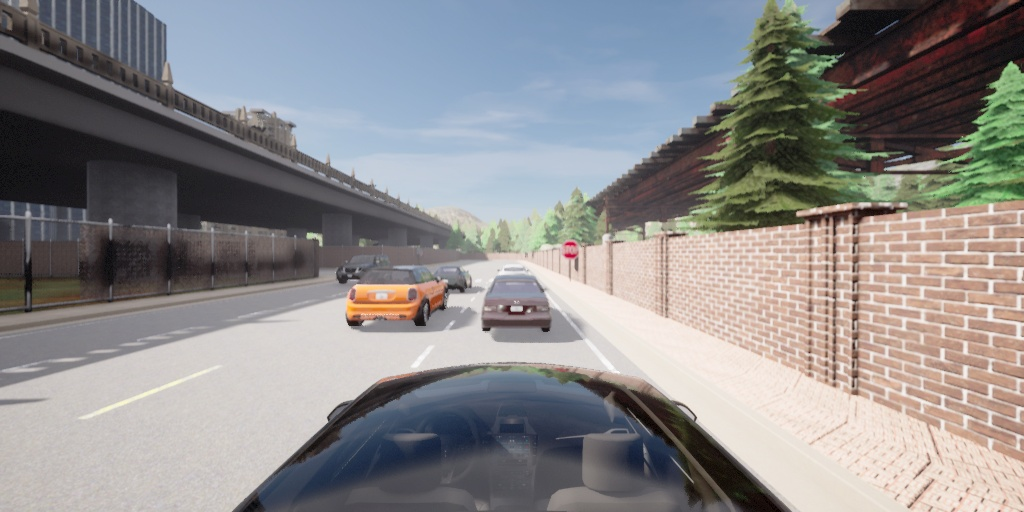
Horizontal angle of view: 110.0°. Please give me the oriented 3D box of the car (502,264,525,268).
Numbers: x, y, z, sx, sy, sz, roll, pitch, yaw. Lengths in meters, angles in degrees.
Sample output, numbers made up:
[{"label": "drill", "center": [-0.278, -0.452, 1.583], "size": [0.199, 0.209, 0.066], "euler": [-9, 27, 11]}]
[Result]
[{"label": "car", "center": [0.093, 1.203, 21.012], "size": [1.812, 1.442, 4.674], "euler": [0, 0, 0]}]

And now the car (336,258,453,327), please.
[{"label": "car", "center": [-3.406, 1.066, 11.489], "size": [2.097, 1.767, 4.553], "euler": [0, 0, 0]}]

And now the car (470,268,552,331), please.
[{"label": "car", "center": [0.100, 1.264, 10.846], "size": [2.033, 1.411, 5.357], "euler": [0, 0, 0]}]

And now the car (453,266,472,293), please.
[{"label": "car", "center": [-3.410, 1.245, 20.186], "size": [1.994, 1.385, 4.181], "euler": [0, 0, 0]}]

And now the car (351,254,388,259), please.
[{"label": "car", "center": [-10.514, 0.902, 25.992], "size": [2.150, 2.045, 5.566], "euler": [0, 0, 0]}]
